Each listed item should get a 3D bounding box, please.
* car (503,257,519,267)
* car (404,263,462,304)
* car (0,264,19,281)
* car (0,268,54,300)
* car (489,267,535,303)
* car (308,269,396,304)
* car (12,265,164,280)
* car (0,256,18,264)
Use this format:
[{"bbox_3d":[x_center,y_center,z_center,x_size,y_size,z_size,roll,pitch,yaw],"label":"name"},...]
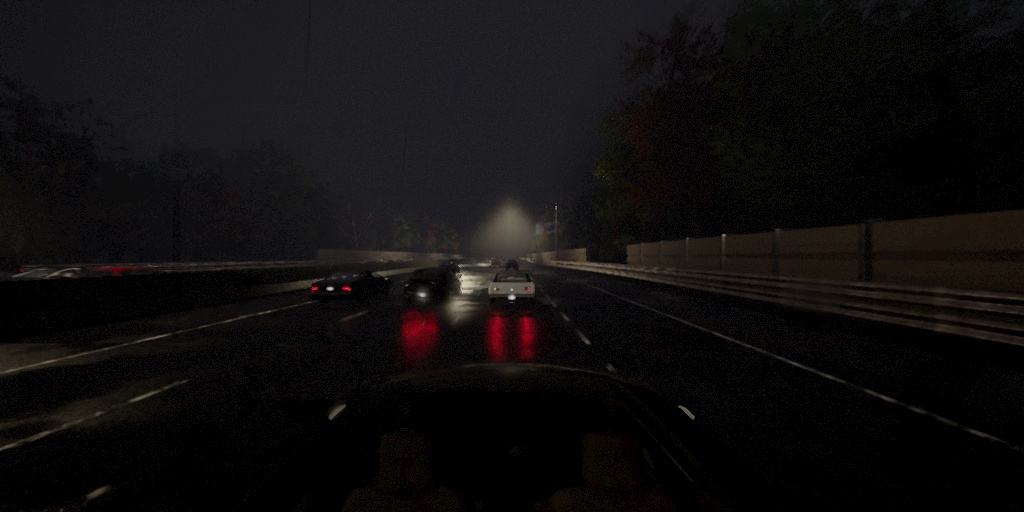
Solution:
[{"bbox_3d":[0.009,1.292,51.719,1.837,1.490,4.892,0,0,0],"label":"car"},{"bbox_3d":[-3.496,1.267,16.439,1.837,1.490,4.892,0,0,0],"label":"car"},{"bbox_3d":[-21.088,1.252,16.595,2.128,1.511,4.902,0,0,0],"label":"car"},{"bbox_3d":[-24.589,1.324,16.365,1.994,1.385,4.181,0,0,0],"label":"car"},{"bbox_3d":[0.001,1.361,16.575,1.895,1.301,4.718,0,0,0],"label":"car"},{"bbox_3d":[-6.996,1.307,16.295,2.033,1.411,5.357,0,0,0],"label":"car"},{"bbox_3d":[-17.592,1.237,15.852,1.882,1.535,5.008,0,0,0],"label":"car"},{"bbox_3d":[-28.083,0.981,17.496,2.150,2.045,5.566,0,0,0],"label":"car"}]
